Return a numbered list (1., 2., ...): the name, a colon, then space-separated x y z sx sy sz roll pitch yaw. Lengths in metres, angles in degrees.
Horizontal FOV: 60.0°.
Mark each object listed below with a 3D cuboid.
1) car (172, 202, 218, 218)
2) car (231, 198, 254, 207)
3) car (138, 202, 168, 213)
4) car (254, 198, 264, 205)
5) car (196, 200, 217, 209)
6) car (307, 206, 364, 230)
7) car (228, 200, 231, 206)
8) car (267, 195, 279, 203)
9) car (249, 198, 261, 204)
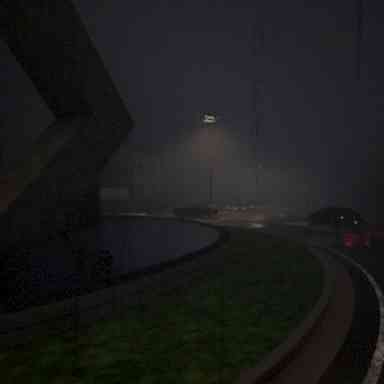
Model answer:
1. car: 0.267 1.984 34.514 4.718 1.301 1.895 -1 -1 34
2. car: 9.668 1.967 63.310 2.097 1.767 4.553 -1 -1 27
3. car: -5.282 2.079 45.421 1.812 1.442 4.674 -1 0 41
4. car: 14.474 2.180 73.011 1.837 1.490 4.892 -1 -1 26
5. car: 2.477 2.174 56.904 1.994 1.385 4.181 -1 -1 28
6. car: 9.614 1.693 22.493 1.812 1.442 4.674 0 -1 -9
7. car: 9.098 2.051 70.037 2.097 1.767 4.553 -1 -1 26
8. car: 21.172 1.920 86.574 2.150 2.045 5.566 -1 -1 26
9. car: 15.899 2.264 83.794 1.882 1.535 5.008 -1 -1 26
